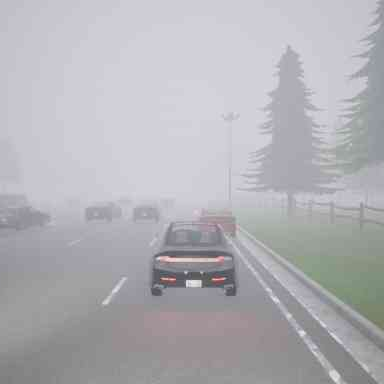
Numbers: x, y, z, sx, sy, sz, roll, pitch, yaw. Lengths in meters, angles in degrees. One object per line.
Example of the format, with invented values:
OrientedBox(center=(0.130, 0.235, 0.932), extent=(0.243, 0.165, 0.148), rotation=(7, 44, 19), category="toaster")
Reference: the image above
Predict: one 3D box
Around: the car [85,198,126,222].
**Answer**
OrientedBox(center=(-6.906, 1.477, 26.363), extent=(1.882, 1.535, 5.008), rotation=(0, 0, 0), category="car")

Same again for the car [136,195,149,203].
OrientedBox(center=(-10.449, 1.501, 70.327), extent=(2.128, 1.511, 4.902), rotation=(0, 0, 0), category="car")

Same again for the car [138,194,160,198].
OrientedBox(center=(-6.913, 1.491, 53.289), extent=(2.128, 1.511, 4.902), rotation=(0, 0, 0), category="car")

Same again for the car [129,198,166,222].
OrientedBox(center=(-3.407, 1.477, 26.314), extent=(1.882, 1.535, 5.008), rotation=(0, 0, 0), category="car")

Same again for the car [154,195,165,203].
OrientedBox(center=(-6.941, 1.503, 70.427), extent=(1.837, 1.490, 4.892), rotation=(0, 0, 0), category="car")

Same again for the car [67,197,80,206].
OrientedBox(center=(-18.989, 1.477, 53.316), extent=(1.882, 1.535, 5.008), rotation=(0, 0, -22), category="car")

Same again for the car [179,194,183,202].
OrientedBox(center=(-3.417, 1.547, 64.941), extent=(2.033, 1.411, 5.357), rotation=(0, 0, 0), category="car")

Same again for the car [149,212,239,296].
OrientedBox(center=(0.050, 1.491, 8.613), extent=(2.128, 1.511, 4.902), rotation=(0, 0, 0), category="car")

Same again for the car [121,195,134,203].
OrientedBox(center=(-13.991, 1.477, 72.035), extent=(1.882, 1.535, 5.008), rotation=(0, 0, 0), category="car")

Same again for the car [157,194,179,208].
OrientedBox(center=(-3.412, 1.491, 46.902), extent=(2.128, 1.511, 4.902), rotation=(0, 0, 0), category="car")

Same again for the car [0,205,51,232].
OrientedBox(center=(-10.404, 1.547, 19.942), extent=(2.033, 1.411, 5.357), rotation=(0, 0, 0), category="car")

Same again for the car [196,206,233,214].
OrientedBox(center=(1.220, 1.478, 17.955), extent=(1.882, 1.535, 5.008), rotation=(0, 0, 0), category="car")

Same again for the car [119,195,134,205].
OrientedBox(center=(-10.415, 1.351, 52.548), extent=(2.097, 1.767, 4.553), rotation=(0, 0, 0), category="car")
